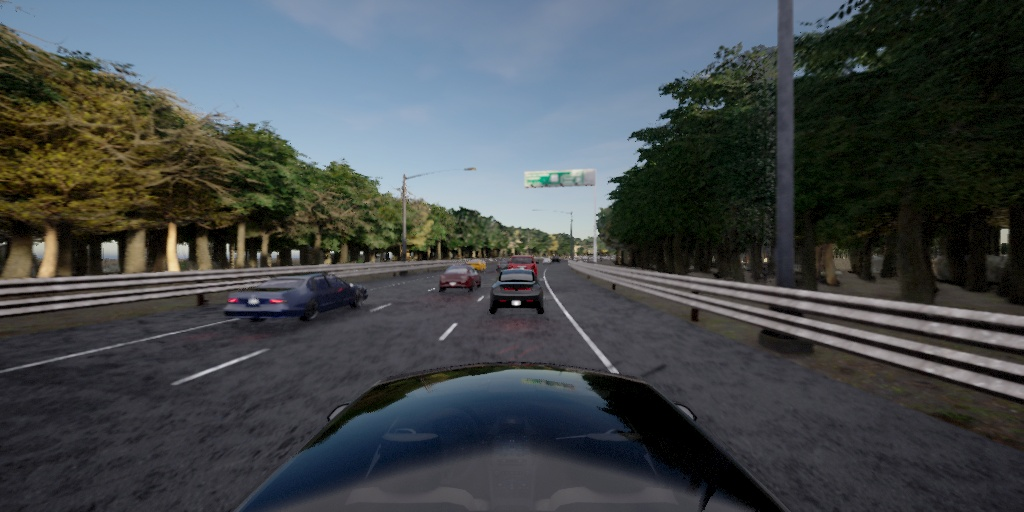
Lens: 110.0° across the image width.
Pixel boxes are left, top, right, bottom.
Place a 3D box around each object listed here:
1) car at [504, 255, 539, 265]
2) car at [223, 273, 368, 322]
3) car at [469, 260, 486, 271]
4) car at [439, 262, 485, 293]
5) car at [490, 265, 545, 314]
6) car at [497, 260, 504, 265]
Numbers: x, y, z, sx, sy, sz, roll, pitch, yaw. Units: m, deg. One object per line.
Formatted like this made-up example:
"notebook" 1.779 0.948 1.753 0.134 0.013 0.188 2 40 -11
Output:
"car" 0.859 0.972 27.373 2.150 2.045 5.566 0 0 4
"car" -6.852 1.281 12.145 2.033 1.411 5.357 0 0 2
"car" -4.561 1.194 45.789 1.882 1.535 5.008 0 1 6
"car" -2.942 1.269 20.907 1.812 1.442 4.674 0 0 3
"car" 0.216 1.257 13.923 1.837 1.490 4.892 0 0 2
"car" -0.823 1.229 47.717 2.128 1.511 4.902 0 0 6
